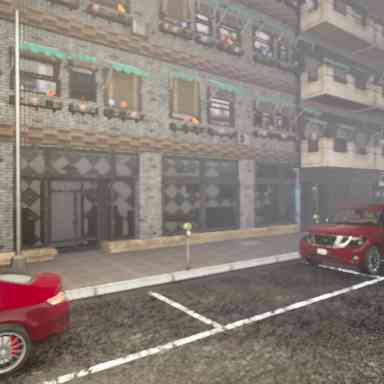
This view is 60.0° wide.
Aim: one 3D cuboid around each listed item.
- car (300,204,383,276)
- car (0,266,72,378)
[{"bbox_3d":[5.613,1.314,10.581,5.009,1.841,2.192,0,0,-36],"label":"car"},{"bbox_3d":[-3.656,1.582,3.957,4.206,1.307,1.802,0,0,-36],"label":"car"}]
